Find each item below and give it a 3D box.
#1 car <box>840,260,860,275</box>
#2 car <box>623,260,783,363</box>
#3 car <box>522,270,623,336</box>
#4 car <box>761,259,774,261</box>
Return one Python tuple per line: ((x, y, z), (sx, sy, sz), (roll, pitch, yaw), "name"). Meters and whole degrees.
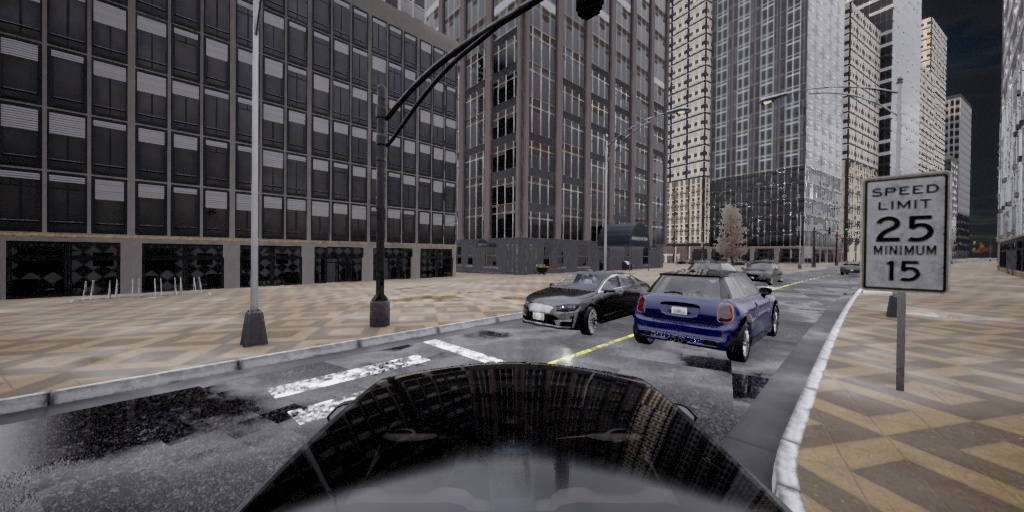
((34.486, 1.172, 36.012), (4.902, 1.511, 2.128), (0, 1, -41), "car")
((4.773, 1.089, 8.537), (2.097, 1.767, 4.553), (1, 1, 45), "car")
((2.353, 1.189, 10.431), (2.128, 1.511, 4.902), (1, 1, 44), "car")
((17.440, 1.172, 25.062), (4.892, 1.490, 1.837), (0, 1, -43), "car")
